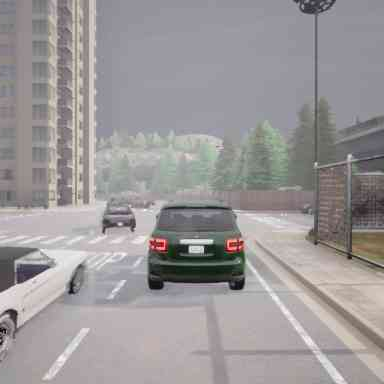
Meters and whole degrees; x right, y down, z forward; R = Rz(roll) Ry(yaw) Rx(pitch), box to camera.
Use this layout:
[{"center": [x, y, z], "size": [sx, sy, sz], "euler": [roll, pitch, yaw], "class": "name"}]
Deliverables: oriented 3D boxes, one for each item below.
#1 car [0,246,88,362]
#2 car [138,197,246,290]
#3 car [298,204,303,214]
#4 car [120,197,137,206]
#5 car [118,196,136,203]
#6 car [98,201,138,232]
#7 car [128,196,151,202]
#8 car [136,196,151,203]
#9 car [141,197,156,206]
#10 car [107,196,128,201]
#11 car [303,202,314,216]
[{"center": [-3.387, 1.601, 5.769], "size": [1.895, 1.301, 4.718], "euler": [0, 0, 0], "class": "car"}, {"center": [0.122, 1.221, 9.214], "size": [2.150, 2.045, 5.566], "euler": [0, 0, 1], "class": "car"}, {"center": [13.020, 1.407, 33.236], "size": [4.553, 1.767, 2.097], "euler": [0, 0, 0], "class": "car"}, {"center": [-10.624, 1.547, 55.929], "size": [2.033, 1.411, 5.357], "euler": [0, 0, -3], "class": "car"}, {"center": [-13.430, 1.540, 68.369], "size": [2.033, 1.411, 5.357], "euler": [0, 0, -28], "class": "car"}, {"center": [-4.657, 1.517, 20.397], "size": [2.128, 1.511, 4.902], "euler": [0, 0, -18], "class": "car"}, {"center": [-7.009, 1.352, 45.805], "size": [2.097, 1.767, 4.553], "euler": [0, 0, 0], "class": "car"}, {"center": [-10.110, 1.595, 69.547], "size": [1.895, 1.301, 4.718], "euler": [0, 0, -23], "class": "car"}, {"center": [-7.143, 1.547, 55.509], "size": [2.033, 1.411, 5.357], "euler": [0, 0, -2], "class": "car"}, {"center": [-10.505, 1.505, 46.189], "size": [1.837, 1.490, 4.892], "euler": [0, 0, 0], "class": "car"}, {"center": [12.973, 1.547, 29.738], "size": [4.902, 1.511, 2.128], "euler": [0, 0, 0], "class": "car"}]
